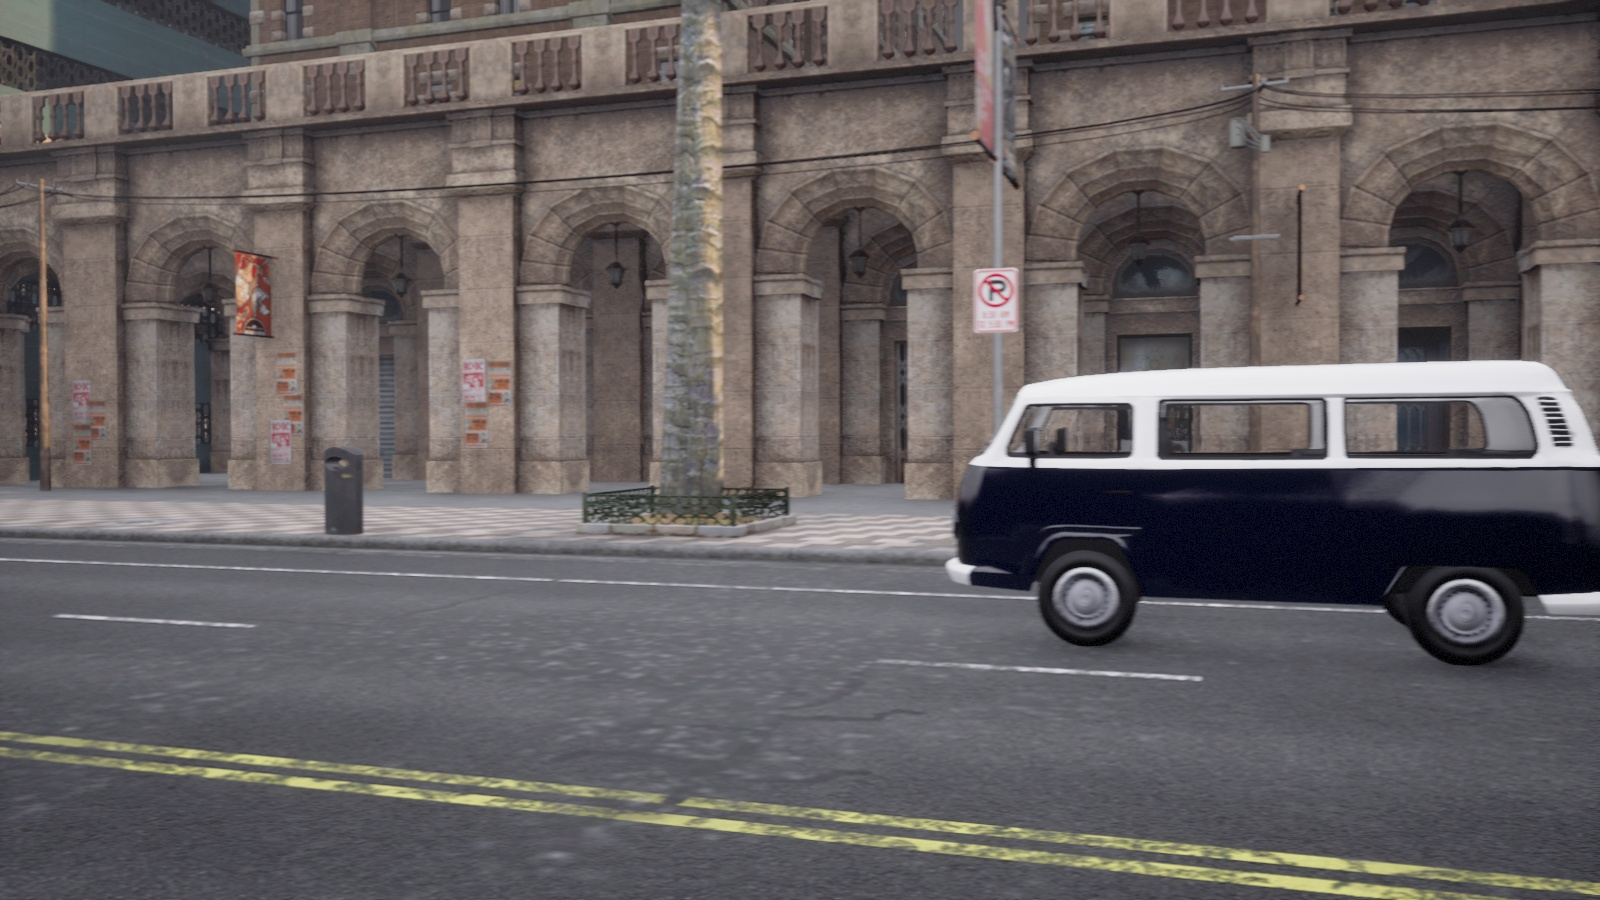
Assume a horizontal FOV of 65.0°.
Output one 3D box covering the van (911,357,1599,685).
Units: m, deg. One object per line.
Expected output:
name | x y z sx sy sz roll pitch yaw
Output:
van | 3.268 0.411 9.465 4.480 2.038 2.069 1 1 18
